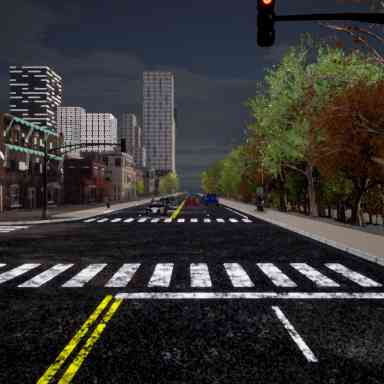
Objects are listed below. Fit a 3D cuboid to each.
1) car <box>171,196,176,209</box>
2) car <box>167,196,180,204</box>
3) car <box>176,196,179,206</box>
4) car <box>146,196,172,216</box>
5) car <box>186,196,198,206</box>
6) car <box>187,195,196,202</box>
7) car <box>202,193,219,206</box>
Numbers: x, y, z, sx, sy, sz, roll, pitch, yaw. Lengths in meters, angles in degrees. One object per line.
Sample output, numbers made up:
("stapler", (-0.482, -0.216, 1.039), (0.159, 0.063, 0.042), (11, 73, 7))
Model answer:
("car", (-3.440, 1.490, 43.041), (1.837, 1.490, 4.892), (0, 0, 0))
("car", (-3.443, 1.467, 63.572), (2.128, 1.511, 4.902), (0, 0, 1))
("car", (-3.456, 1.486, 53.181), (1.837, 1.490, 4.892), (0, 0, 0))
("car", (-3.422, 1.481, 32.992), (2.128, 1.511, 4.902), (0, 0, 0))
("car", (-0.032, 1.544, 55.692), (1.994, 1.385, 4.181), (0, 0, 0))
("car", (-0.173, 1.510, 74.482), (2.033, 1.411, 5.357), (0, 0, 0))
("car", (3.218, 1.201, 55.688), (2.150, 2.045, 5.566), (0, 0, 0))
